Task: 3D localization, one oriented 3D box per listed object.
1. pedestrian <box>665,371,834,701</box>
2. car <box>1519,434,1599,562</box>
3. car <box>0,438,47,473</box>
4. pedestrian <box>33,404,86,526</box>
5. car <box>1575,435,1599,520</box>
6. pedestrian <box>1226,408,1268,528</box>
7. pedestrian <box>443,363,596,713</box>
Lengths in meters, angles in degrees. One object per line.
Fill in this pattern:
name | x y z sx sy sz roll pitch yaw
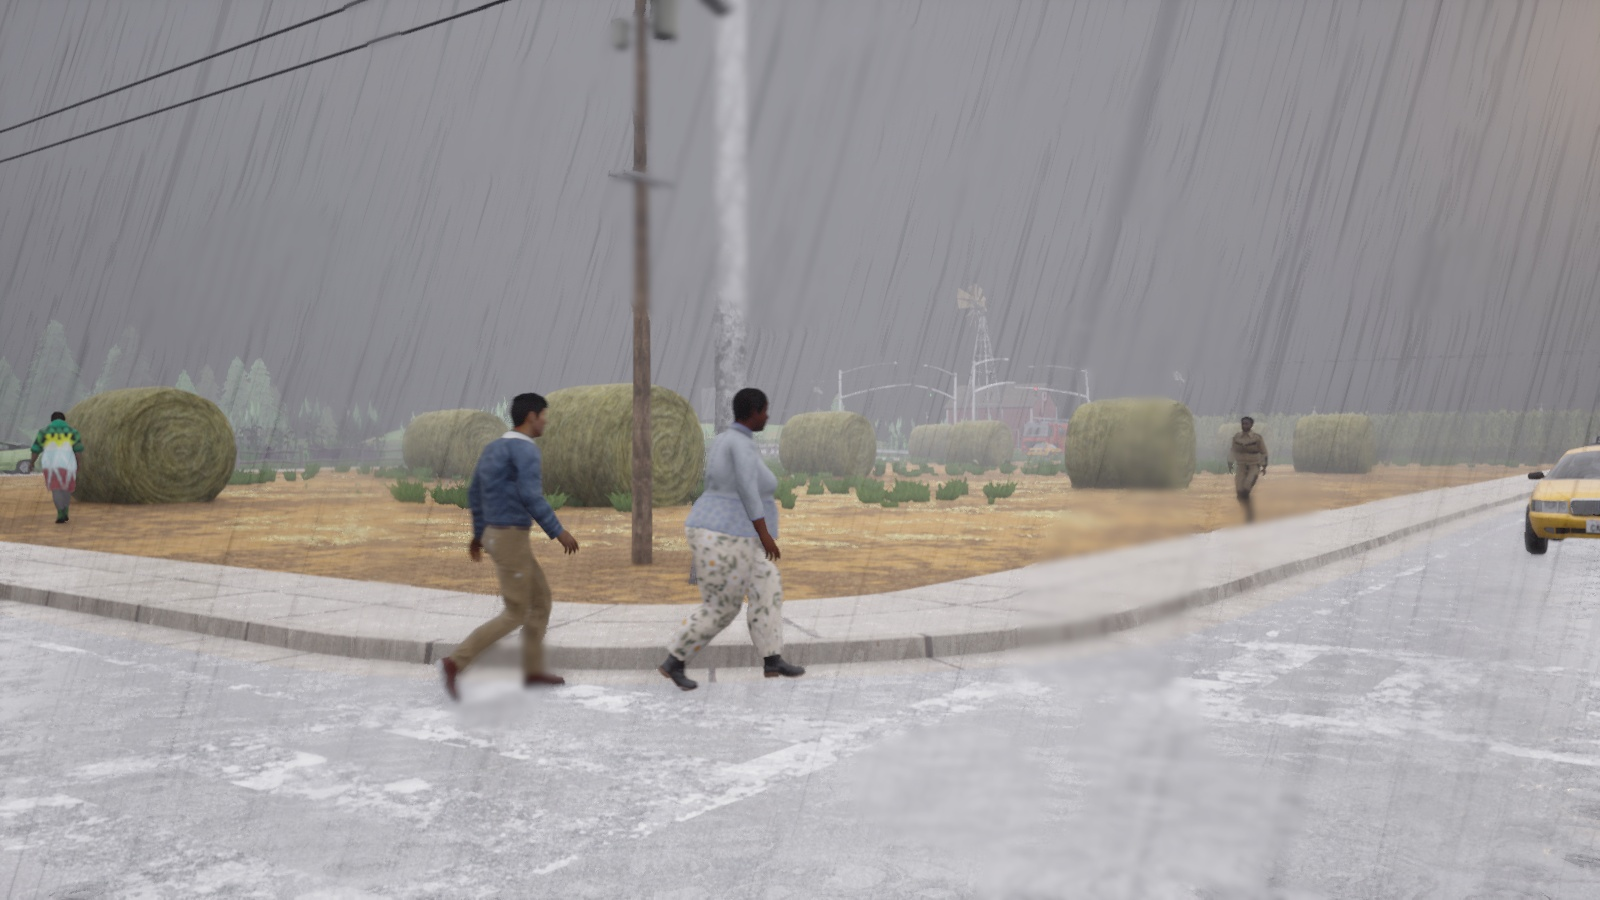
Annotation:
pedestrian | -0.326 0.481 7.575 0.900 1.855 0.874 0 0 -10
car | 11.403 0.587 17.590 1.801 1.575 5.366 0 0 35
car | -35.900 0.245 55.115 2.007 1.525 4.514 0 0 39
pedestrian | -12.239 0.239 20.761 0.659 1.952 0.873 0 0 -37
car | 16.676 0.516 25.020 1.851 1.617 3.988 0 0 35
pedestrian | 7.301 0.285 20.510 0.396 1.930 0.692 0 0 43
pedestrian | -1.645 0.490 7.368 0.788 1.949 0.423 0 0 -29
